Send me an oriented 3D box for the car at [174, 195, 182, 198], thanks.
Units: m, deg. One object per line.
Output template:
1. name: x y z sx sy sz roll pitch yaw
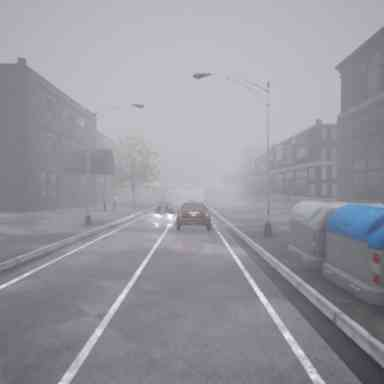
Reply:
1. car: -3.024 1.558 78.536 1.837 1.490 4.892 0 0 0

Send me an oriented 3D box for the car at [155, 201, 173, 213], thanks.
1. car: -3.104 1.705 37.911 1.895 1.301 4.718 0 0 0

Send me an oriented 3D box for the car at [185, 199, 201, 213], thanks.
1. car: 0.087 1.623 40.363 1.837 1.490 4.892 0 0 0

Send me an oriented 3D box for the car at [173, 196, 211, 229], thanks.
1. car: 0.091 1.382 21.851 2.097 1.767 4.553 0 0 0
